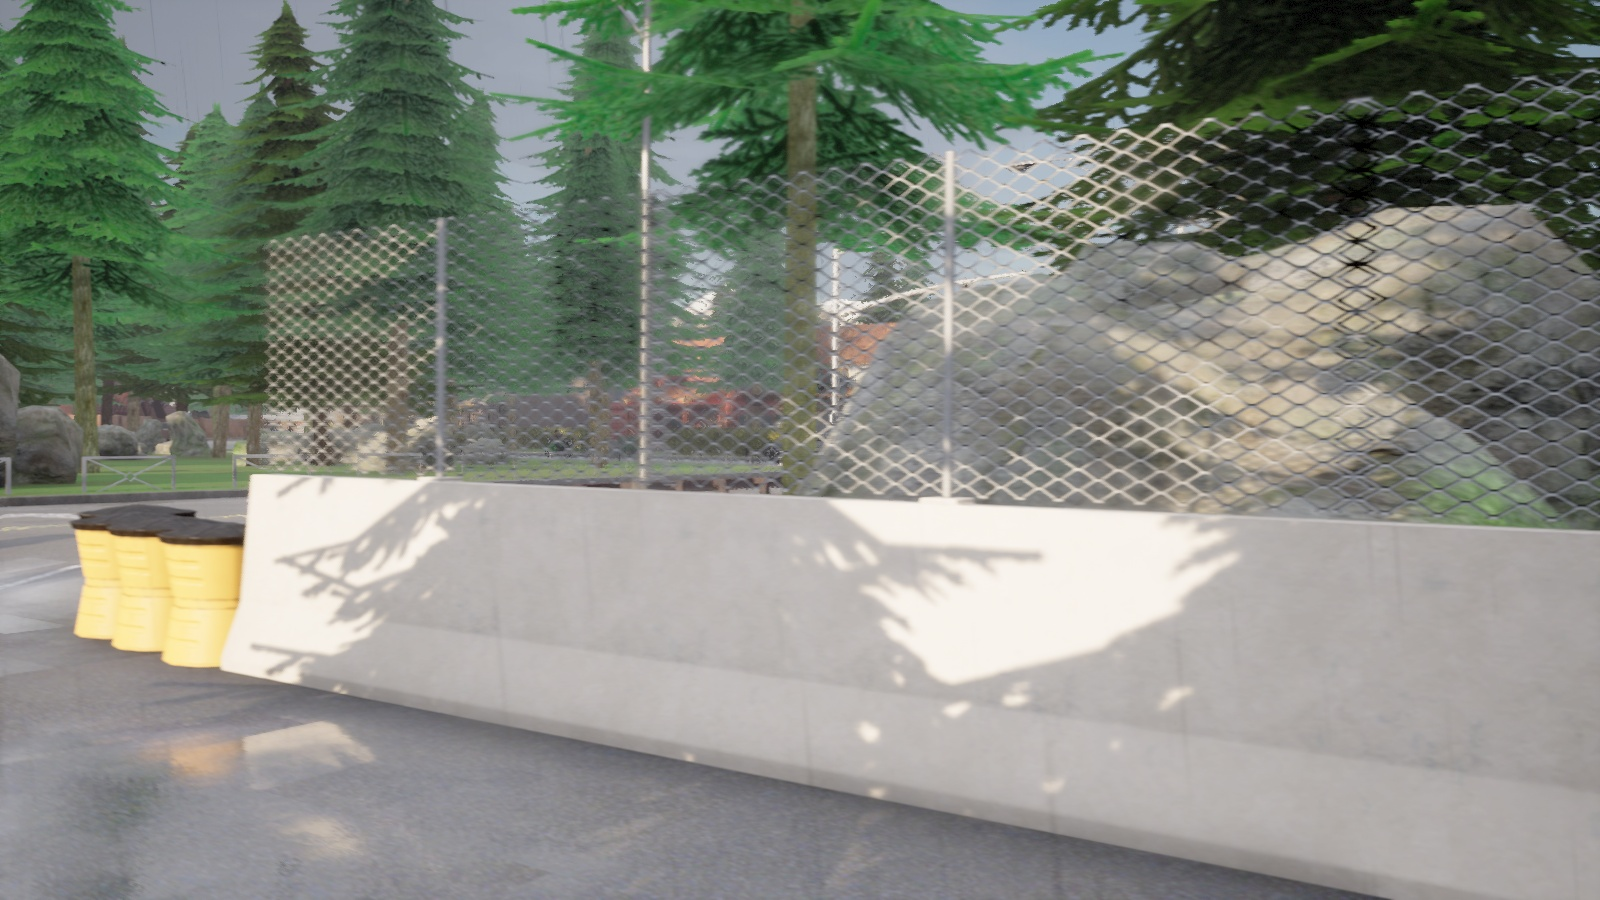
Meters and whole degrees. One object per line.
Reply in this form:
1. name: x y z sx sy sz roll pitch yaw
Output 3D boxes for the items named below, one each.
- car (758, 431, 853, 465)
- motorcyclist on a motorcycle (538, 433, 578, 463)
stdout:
1. car: 0.231 -0.107 56.248 3.806 1.475 1.970 0 1 34
2. motorcyclist on a motorcycle: -12.533 -0.093 64.953 2.044 1.523 0.797 0 1 35
